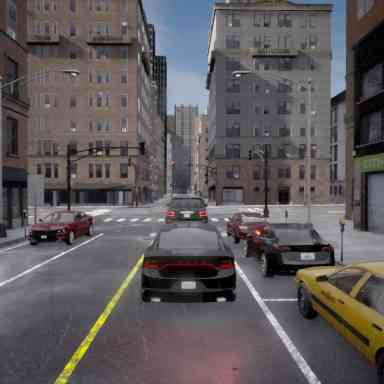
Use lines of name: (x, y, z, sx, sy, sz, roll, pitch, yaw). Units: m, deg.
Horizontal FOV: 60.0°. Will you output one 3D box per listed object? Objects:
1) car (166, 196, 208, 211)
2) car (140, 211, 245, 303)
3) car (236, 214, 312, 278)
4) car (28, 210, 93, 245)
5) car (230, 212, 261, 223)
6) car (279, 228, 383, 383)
car: (-0.284, 1.215, 18.423, 2.150, 2.045, 5.566, 0, 0, -1)
car: (-0.079, 1.475, 8.292, 1.882, 1.535, 5.008, 0, 0, 0)
car: (2.719, 1.562, 9.985, 1.947, 1.339, 4.313, -1, 0, -1)
car: (-5.913, 1.539, 15.432, 1.887, 1.381, 4.507, -1, 0, -1)
car: (2.631, 1.576, 15.570, 1.802, 1.307, 4.206, -1, 0, -1)
car: (2.803, 1.524, 4.569, 1.752, 1.417, 4.829, -1, 0, -1)
